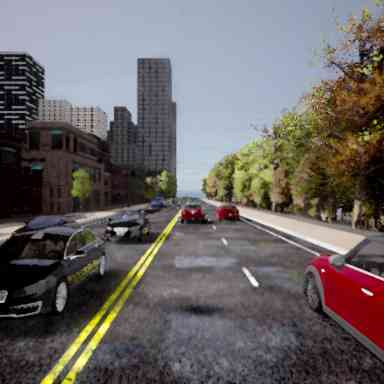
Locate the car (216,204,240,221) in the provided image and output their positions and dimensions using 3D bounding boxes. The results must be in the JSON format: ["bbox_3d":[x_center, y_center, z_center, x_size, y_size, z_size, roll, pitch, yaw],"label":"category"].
[{"bbox_3d":[3.346,1.884,31.561,1.882,1.535,5.008,0,-1,0],"label":"car"}]

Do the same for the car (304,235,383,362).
[{"bbox_3d":[3.350,1.417,5.018,2.097,1.767,4.553,0,-1,0],"label":"car"}]

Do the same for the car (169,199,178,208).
[{"bbox_3d":[-3.269,2.185,64.130,2.097,1.767,4.553,0,-1,0],"label":"car"}]

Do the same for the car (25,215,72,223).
[{"bbox_3d":[-6.601,1.765,15.504,1.994,1.385,4.181,0,-1,-1],"label":"car"}]

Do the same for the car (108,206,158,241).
[{"bbox_3d":[-3.339,1.726,18.066,2.128,1.511,4.902,0,-1,0],"label":"car"}]

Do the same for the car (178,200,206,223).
[{"bbox_3d":[0.095,1.732,29.495,2.097,1.767,4.553,0,-1,0],"label":"car"}]

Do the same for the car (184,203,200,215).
[{"bbox_3d":[0.046,2.115,42.897,1.994,1.385,4.181,0,-1,0],"label":"car"}]

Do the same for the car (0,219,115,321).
[{"bbox_3d":[-3.349,1.607,7.757,1.837,1.490,4.892,0,-1,0],"label":"car"}]

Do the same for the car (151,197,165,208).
[{"bbox_3d":[-6.517,2.074,63.936,2.150,2.045,5.566,0,0,0],"label":"car"}]
